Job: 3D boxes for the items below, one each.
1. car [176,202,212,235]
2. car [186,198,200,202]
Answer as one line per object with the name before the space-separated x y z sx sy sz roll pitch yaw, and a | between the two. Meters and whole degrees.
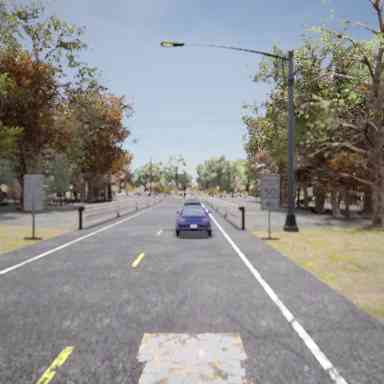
car | 0.082 1.486 18.297 1.812 1.442 4.674 0 0 0
car | 0.067 1.426 36.200 1.837 1.490 4.892 0 0 0
